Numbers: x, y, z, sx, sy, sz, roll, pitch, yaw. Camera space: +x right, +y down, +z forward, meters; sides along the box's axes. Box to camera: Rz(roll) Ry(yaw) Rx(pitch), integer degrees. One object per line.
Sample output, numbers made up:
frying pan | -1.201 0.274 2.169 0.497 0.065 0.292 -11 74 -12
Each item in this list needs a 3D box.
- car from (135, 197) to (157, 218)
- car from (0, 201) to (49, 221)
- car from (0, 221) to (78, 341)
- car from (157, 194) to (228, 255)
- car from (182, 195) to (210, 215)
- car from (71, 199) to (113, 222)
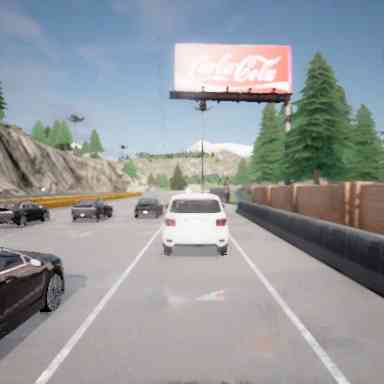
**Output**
car | -3.382 1.195 26.608 1.837 1.490 4.892 0 1 0
car | -10.382 1.255 20.120 2.128 1.511 4.902 0 1 0
car | -3.384 1.436 4.549 2.128 1.511 4.902 0 1 0
car | 0.114 1.071 12.789 2.150 2.045 5.566 0 1 0
car | 0.455 1.124 30.370 1.882 1.535 5.008 0 1 8
car | -6.881 1.219 23.333 2.128 1.511 4.902 0 1 0
